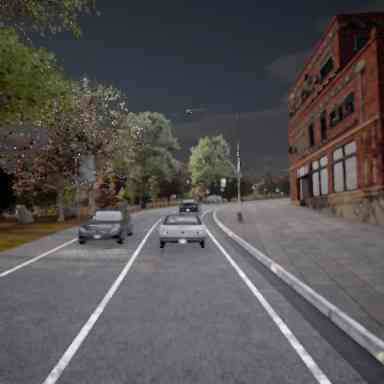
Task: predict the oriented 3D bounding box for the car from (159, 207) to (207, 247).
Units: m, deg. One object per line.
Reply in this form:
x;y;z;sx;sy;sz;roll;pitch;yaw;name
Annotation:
-0.447;1.593;14.994;1.895;1.301;4.718;0;0;-2;car

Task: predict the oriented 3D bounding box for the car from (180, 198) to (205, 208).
-0.080;1.400;33.064;1.837;1.490;4.892;-1;0;7;car

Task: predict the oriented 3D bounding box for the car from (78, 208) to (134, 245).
-3.866;1.512;15.638;1.812;1.442;4.674;0;0;-2;car

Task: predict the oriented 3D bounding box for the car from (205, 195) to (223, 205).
3.584;1.344;56.077;1.837;1.490;4.892;-3;-1;28;car
